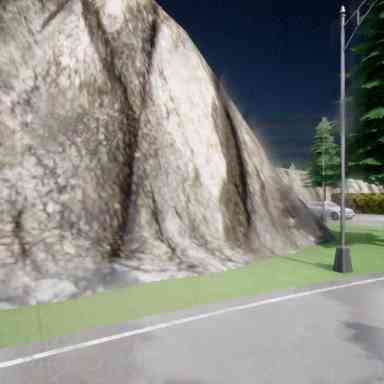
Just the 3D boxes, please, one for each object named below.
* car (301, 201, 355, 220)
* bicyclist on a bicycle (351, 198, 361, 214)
[{"bbox_3d":[11.287,1.526,27.983,1.812,1.442,4.674,0,0,-28],"label":"car"},{"bbox_3d":[16.458,1.453,33.365,1.656,1.620,0.582,0,0,-28],"label":"bicyclist on a bicycle"}]
